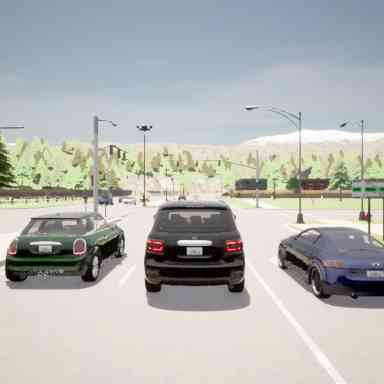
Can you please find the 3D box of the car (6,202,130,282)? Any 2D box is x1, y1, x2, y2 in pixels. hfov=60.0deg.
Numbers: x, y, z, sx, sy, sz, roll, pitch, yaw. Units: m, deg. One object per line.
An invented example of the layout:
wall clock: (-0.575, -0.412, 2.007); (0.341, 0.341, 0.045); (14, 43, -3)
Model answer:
car: (-3.420, 1.352, 9.924); (2.097, 1.767, 4.553); (0, 0, 0)

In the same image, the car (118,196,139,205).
car: (-10.921, 1.526, 57.708); (1.812, 1.442, 4.674); (0, 0, 1)

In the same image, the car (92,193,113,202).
car: (-14.479, 1.222, 54.448); (2.150, 2.045, 5.566); (0, 0, 1)

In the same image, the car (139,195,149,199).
car: (-10.579, 1.473, 73.381); (1.882, 1.535, 5.008); (0, 0, 1)

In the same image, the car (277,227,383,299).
car: (3.575, 1.564, 8.485); (1.994, 1.385, 4.181); (0, 0, 0)

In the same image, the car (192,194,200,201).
car: (1.089, 1.311, 83.377); (1.882, 1.535, 5.008); (0, 0, 1)

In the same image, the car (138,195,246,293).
car: (0.072, 1.221, 9.030); (2.150, 2.045, 5.566); (0, 0, 0)

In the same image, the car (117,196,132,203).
car: (-14.133, 1.540, 70.112); (2.033, 1.411, 5.357); (0, 0, 1)
